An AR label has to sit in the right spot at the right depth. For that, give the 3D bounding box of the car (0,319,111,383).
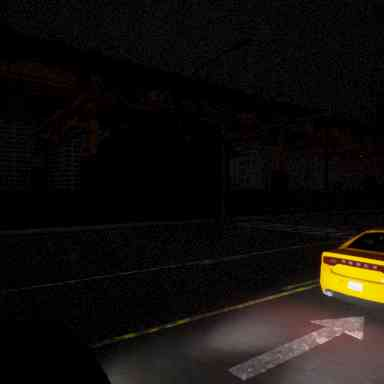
[{"bbox_3d":[-2.773,1.601,1.774,4.718,1.301,1.895,0,0,-35],"label":"car"}]

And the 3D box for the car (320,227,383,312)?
[{"bbox_3d":[4.840,1.478,7.180,5.008,1.535,1.882,0,0,-35],"label":"car"}]
